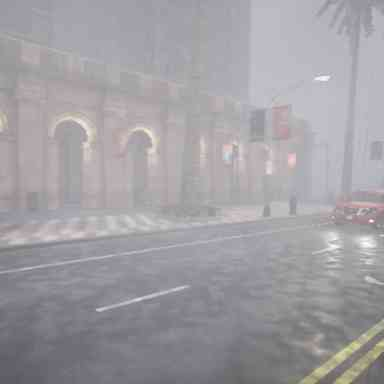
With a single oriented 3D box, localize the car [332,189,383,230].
[{"bbox_3d":[9.866,0.897,18.316,5.566,2.045,2.150,-1,3,-42],"label":"car"}]
